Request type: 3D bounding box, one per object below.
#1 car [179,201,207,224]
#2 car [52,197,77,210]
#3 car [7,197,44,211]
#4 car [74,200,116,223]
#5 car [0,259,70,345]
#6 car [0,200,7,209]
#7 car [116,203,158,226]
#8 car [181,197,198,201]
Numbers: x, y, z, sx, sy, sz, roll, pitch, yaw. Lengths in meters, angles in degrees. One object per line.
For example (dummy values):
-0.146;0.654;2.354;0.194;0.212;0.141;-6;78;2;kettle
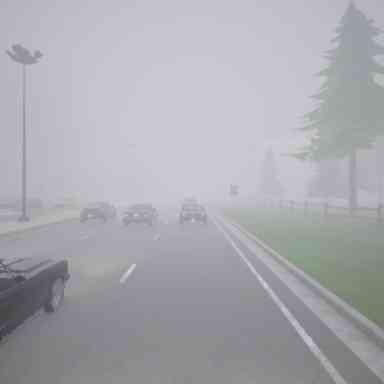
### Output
0.063;1.538;23.905;1.895;1.301;4.718;0;0;-1;car
-15.446;1.369;40.864;1.882;1.535;5.008;0;0;-1;car
-18.901;1.389;38.682;2.128;1.511;4.902;0;0;-1;car
-6.951;1.460;24.962;1.812;1.442;4.674;0;0;-1;car
-3.401;1.588;4.659;1.895;1.301;4.718;0;0;0;car
-22.477;1.435;42.467;2.033;1.411;5.357;0;0;-1;car
-3.423;1.487;22.795;2.033;1.411;5.357;0;0;0;car
-0.304;1.396;41.745;1.837;1.490;4.892;0;0;-1;car
